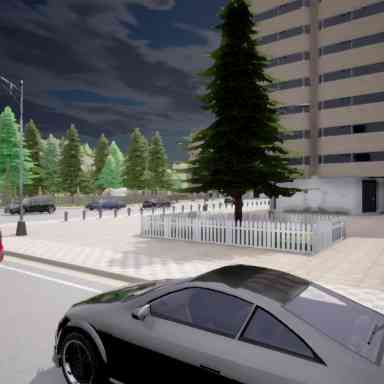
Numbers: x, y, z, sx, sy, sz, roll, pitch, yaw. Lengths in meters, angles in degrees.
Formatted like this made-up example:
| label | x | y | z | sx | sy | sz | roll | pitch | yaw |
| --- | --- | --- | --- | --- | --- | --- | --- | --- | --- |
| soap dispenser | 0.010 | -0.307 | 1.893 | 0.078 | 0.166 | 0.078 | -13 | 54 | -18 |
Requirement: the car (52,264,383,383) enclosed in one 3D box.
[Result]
| label | x | y | z | sx | sy | sz | roll | pitch | yaw |
| --- | --- | --- | --- | --- | --- | --- | --- | --- | --- |
| car | 0.322 | 1.564 | 3.761 | 4.181 | 1.385 | 1.994 | 0 | 0 | 35 |

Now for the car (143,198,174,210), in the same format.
| label | x | y | z | sx | sy | sz | roll | pitch | yaw |
| --- | --- | --- | --- | --- | --- | --- | --- | --- | --- |
| car | -4.381 | 1.505 | 43.889 | 1.837 | 1.490 | 4.892 | 0 | 0 | 35 |

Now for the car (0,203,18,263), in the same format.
| label | x | y | z | sx | sy | sz | roll | pitch | yaw |
| --- | --- | --- | --- | --- | --- | --- | --- | --- | --- |
| car | -7.370 | 1.221 | 9.189 | 5.566 | 2.045 | 2.150 | 0 | 0 | 36 |

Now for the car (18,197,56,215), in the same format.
| label | x | y | z | sx | sy | sz | roll | pitch | yaw |
| --- | --- | --- | --- | --- | --- | --- | --- | --- | --- |
| car | -16.248 | 1.352 | 33.583 | 2.097 | 1.767 | 4.553 | 0 | 0 | 35 |

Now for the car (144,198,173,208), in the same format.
| label | x | y | z | sx | sy | sz | roll | pitch | yaw |
| --- | --- | --- | --- | --- | --- | --- | --- | --- | --- |
| car | -4.989 | 1.564 | 49.395 | 1.994 | 1.385 | 4.181 | 0 | 0 | 36 |

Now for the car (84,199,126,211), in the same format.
| label | x | y | z | sx | sy | sz | roll | pitch | yaw |
| --- | --- | --- | --- | --- | --- | --- | --- | --- | --- |
| car | -10.675 | 1.547 | 41.422 | 2.033 | 1.411 | 5.357 | 0 | 0 | 35 |

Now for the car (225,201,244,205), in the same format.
| label | x | y | z | sx | sy | sz | roll | pitch | yaw |
| --- | --- | --- | --- | --- | --- | --- | --- | --- | --- |
| car | 7.781 | 1.504 | 60.994 | 1.837 | 1.490 | 4.892 | 0 | 0 | 35 |
